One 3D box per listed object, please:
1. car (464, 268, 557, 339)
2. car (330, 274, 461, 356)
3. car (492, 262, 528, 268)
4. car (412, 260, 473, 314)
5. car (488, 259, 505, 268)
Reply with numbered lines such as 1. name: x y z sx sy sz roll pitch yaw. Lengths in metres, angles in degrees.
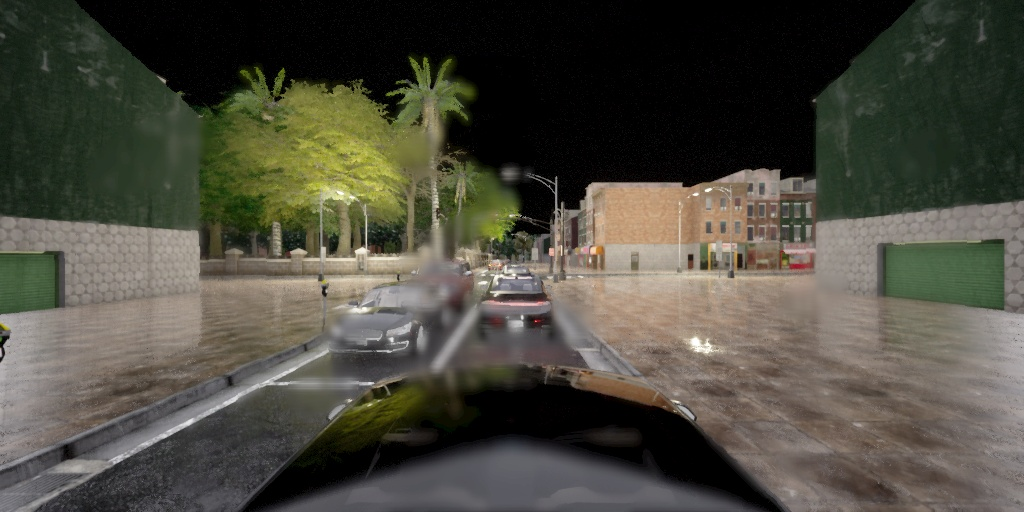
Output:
1. car: 0.130 1.243 10.017 2.128 1.511 4.902 0 0 0
2. car: -2.611 1.301 8.516 2.007 1.370 4.403 0 0 0
3. car: 0.179 1.252 19.406 2.128 1.511 4.902 0 0 -2
4. car: -2.587 1.069 13.979 2.192 1.841 5.009 0 0 0
5. car: -2.420 1.295 52.125 1.967 1.591 4.097 0 0 0
